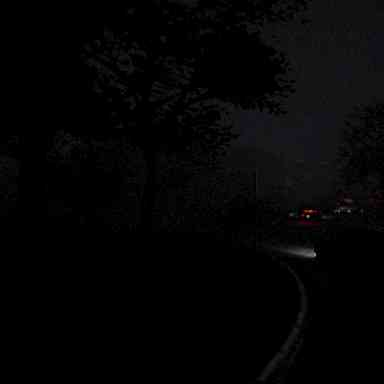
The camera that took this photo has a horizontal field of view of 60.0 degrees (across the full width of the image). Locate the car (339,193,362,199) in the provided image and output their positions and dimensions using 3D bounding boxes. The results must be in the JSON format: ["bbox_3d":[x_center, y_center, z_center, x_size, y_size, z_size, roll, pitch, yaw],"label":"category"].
[{"bbox_3d":[26.272,1.444,55.109,1.882,1.535,5.008,0,1,37],"label":"car"}]

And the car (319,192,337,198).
[{"bbox_3d":[29.680,1.230,73.802,2.097,1.535,5.008,0,1,40],"label":"car"}]

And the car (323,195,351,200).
[{"bbox_3d":[20.522,1.619,47.010,2.033,1.411,5.357,0,0,36],"label":"car"}]

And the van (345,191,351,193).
[{"bbox_3d":[36.875,0.824,82.053,1.878,1.987,4.442,0,1,43],"label":"van"}]

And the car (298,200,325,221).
[{"bbox_3d":[10.532,1.738,29.581,1.837,1.490,4.892,0,0,24],"label":"car"}]

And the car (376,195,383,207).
[{"bbox_3d":[26.946,1.542,42.772,4.892,1.521,2.231,0,1,36],"label":"car"}]

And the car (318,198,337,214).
[{"bbox_3d":[15.137,1.720,38.530,1.994,1.385,4.181,0,0,31],"label":"car"}]

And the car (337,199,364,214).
[{"bbox_3d":[17.786,1.755,37.227,1.895,1.301,4.718,0,0,30],"label":"car"}]

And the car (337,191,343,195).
[{"bbox_3d":[33.244,1.171,77.981,2.163,1.488,4.792,0,1,42],"label":"car"}]

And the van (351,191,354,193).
[{"bbox_3d":[40.636,0.746,86.119,1.878,1.987,4.442,0,0,44],"label":"van"}]

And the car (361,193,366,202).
[{"bbox_3d":[32.254,1.264,62.989,1.895,1.301,4.718,0,1,39],"label":"car"}]

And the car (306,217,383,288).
[{"bbox_3d":[5.202,1.680,9.533,2.033,1.411,5.357,0,-1,2],"label":"car"}]

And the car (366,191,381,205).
[{"bbox_3d":[32.223,1.240,57.776,2.097,1.767,4.553,0,1,37],"label":"car"}]
